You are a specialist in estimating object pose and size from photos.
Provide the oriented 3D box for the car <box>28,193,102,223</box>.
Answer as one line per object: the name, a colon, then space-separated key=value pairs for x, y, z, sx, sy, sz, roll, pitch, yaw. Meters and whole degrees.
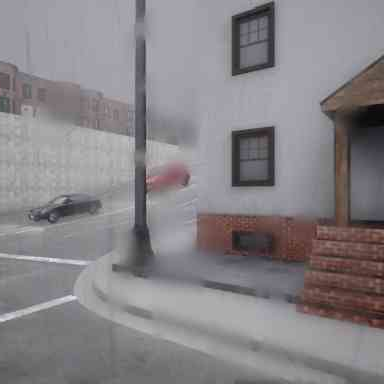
car: x=-7.826 y=0.873 z=20.854 sx=1.812 sy=1.442 sz=4.674 roll=0 pitch=7 yaw=35

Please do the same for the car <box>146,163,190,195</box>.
car: x=-2.351 y=-1.187 z=28.687 sx=2.150 sy=2.045 sz=5.566 roll=0 pitch=13 yaw=34
